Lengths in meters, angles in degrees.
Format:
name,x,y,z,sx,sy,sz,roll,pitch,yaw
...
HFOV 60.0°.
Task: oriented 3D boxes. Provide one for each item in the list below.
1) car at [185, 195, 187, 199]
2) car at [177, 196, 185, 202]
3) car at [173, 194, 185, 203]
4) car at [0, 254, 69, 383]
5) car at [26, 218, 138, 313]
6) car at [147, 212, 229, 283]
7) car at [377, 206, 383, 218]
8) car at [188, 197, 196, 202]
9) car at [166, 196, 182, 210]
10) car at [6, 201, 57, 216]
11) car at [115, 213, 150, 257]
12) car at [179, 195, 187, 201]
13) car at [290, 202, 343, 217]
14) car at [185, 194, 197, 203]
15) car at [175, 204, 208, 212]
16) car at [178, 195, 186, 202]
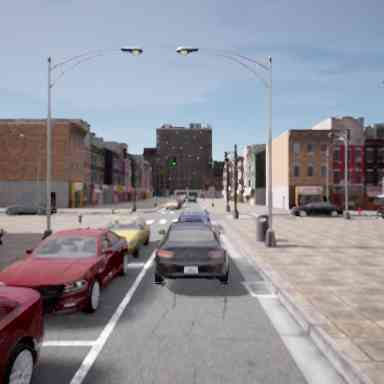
name,x,y,z,sx,sy,sz,roll,pitch,yaw
car,-2.624,1.753,72.208,1.752,1.417,4.829,0,0,0
car,-2.622,1.823,83.266,1.887,1.381,4.507,0,0,0
car,-2.626,1.451,50.602,2.192,1.841,5.009,0,0,0
car,-2.633,1.548,2.213,1.887,1.381,4.507,0,0,0
car,-2.632,1.557,7.707,1.887,1.381,4.507,0,0,0
car,-0.010,1.542,9.576,1.812,1.442,4.674,0,0,0
car,19.648,1.820,30.495,4.892,1.490,1.837,1,0,0
car,0.013,1.886,85.869,1.895,1.301,4.718,0,0,0
car,-2.627,1.641,44.989,1.752,1.417,4.829,0,0,0
car,-14.532,1.527,30.293,4.181,1.385,1.994,0,0,0
car,-2.631,1.548,13.031,1.752,1.417,4.829,0,0,0
car,-2.620,1.642,94.156,2.192,1.841,5.009,0,0,0
car,12.457,1.711,33.376,5.008,1.535,1.882,1,0,0
car,0.012,1.599,75.689,2.097,1.767,4.553,0,0,0
car,0.225,1.643,21.159,1.895,1.301,4.718,0,0,3
car,-2.621,1.743,88.711,1.967,1.590,4.097,0,0,0
